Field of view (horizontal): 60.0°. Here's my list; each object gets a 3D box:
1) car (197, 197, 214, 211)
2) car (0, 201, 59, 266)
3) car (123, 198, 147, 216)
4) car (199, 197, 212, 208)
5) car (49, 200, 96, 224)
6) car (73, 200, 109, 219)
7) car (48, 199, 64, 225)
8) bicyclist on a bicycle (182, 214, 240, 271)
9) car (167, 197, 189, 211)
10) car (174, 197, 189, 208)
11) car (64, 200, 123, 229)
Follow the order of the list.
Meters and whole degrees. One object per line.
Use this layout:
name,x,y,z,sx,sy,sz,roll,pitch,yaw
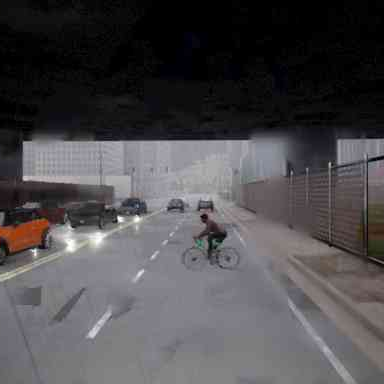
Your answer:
car,1.643,1.488,40.166,2.128,1.511,4.902,0,0,2
car,-6.691,1.350,11.355,2.097,1.767,4.553,0,0,2
car,-5.805,1.349,32.838,2.097,1.767,4.553,0,0,3
car,1.982,1.521,49.423,1.812,1.442,4.674,0,0,3
car,-9.486,1.525,26.822,1.895,1.301,4.718,0,4,2
car,-9.380,1.549,31.286,1.812,1.442,4.674,0,1,3
car,-9.796,1.350,21.293,2.097,1.767,4.553,0,0,2
bicyclist on a bicycle,0.532,1.444,9.485,1.656,1.620,0.582,-1,0,2
car,-1.877,1.544,40.256,2.033,1.411,5.357,0,0,3
car,-1.522,1.521,49.855,1.812,1.442,4.674,0,0,3
car,-6.272,1.476,21.827,1.882,1.535,5.008,0,0,2
